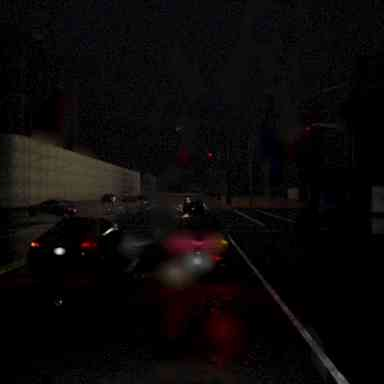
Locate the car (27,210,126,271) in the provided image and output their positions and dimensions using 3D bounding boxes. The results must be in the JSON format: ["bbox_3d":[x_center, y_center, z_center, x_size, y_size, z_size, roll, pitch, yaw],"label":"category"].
[{"bbox_3d":[-3.418,1.489,10.609,1.994,1.385,4.181,0,0,0],"label":"car"}]

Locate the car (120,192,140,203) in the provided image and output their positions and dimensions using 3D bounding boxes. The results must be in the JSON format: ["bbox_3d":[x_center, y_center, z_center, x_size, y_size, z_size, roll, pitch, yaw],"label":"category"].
[{"bbox_3d":[-10.522,1.139,55.762,1.812,1.442,4.674,0,0,1],"label":"car"}]

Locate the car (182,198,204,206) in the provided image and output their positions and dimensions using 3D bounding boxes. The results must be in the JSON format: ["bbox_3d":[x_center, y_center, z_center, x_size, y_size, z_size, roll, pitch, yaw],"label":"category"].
[{"bbox_3d":[0.113,1.271,32.068,2.128,1.511,4.902,0,0,0],"label":"car"}]

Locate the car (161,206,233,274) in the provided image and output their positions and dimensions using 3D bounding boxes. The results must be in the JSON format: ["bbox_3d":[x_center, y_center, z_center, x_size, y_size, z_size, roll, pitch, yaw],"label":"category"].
[{"bbox_3d":[0.090,1.420,10.257,2.128,1.511,4.902,0,0,-1],"label":"car"}]

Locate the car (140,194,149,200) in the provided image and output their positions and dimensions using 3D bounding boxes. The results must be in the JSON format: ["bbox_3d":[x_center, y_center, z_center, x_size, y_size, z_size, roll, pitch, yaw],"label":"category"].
[{"bbox_3d":[-10.456,1.104,70.899,1.895,1.301,4.718,0,0,0],"label":"car"}]

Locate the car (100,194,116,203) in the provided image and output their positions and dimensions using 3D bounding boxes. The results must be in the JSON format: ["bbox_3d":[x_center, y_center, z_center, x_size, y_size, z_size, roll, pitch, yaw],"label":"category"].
[{"bbox_3d":[-14.020,1.116,55.749,1.837,1.490,4.892,0,0,0],"label":"car"}]

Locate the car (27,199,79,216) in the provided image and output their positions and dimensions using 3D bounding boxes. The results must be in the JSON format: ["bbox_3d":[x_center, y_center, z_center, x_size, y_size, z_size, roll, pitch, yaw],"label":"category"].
[{"bbox_3d":[-12.010,1.323,28.820,4.674,1.442,1.812,0,0,21],"label":"car"}]
